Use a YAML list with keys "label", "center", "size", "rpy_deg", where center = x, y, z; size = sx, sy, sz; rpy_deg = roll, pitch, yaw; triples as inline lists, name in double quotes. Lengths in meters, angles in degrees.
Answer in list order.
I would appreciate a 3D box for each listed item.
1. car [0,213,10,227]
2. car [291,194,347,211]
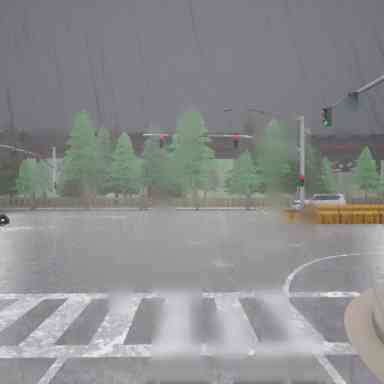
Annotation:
- label: "car"
  center: [-13.575, 1.564, 20.411]
  size: [4.181, 1.385, 1.994]
  rpy_deg: [0, 0, -2]
- label: "car"
  center: [13.535, 1.221, 35.445]
  size: [5.566, 2.045, 2.150]
  rpy_deg: [0, 0, -2]
